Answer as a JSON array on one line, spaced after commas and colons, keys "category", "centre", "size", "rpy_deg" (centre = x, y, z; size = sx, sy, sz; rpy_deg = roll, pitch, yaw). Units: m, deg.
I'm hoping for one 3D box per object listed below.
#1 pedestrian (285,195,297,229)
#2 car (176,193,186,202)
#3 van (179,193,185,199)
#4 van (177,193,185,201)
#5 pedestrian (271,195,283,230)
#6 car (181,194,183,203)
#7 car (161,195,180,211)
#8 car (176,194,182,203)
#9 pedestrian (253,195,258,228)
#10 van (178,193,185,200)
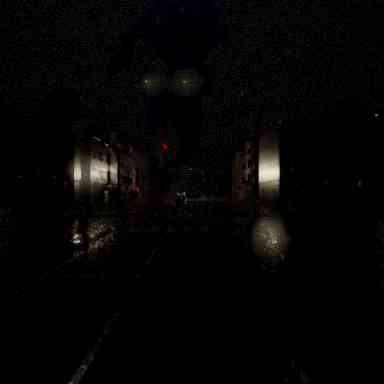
[{"category": "pedestrian", "centre": [5.370, 1.020, 17.919], "size": [0.375, 1.860, 0.375], "rpy_deg": [0, 0, 0]}, {"category": "car", "centre": [-2.639, 1.199, 61.204], "size": [1.967, 1.590, 4.097], "rpy_deg": [0, 0, 0]}, {"category": "van", "centre": [-2.641, 1.044, 89.231], "size": [1.690, 1.788, 3.998], "rpy_deg": [0, 0, 0]}, {"category": "van", "centre": [-2.640, 1.063, 78.020], "size": [1.690, 1.788, 3.998], "rpy_deg": [0, 0, 0]}, {"category": "pedestrian", "centre": [4.447, 1.044, 17.319], "size": [0.375, 1.860, 0.375], "rpy_deg": [0, 0, 0]}, {"category": "car", "centre": [-2.638, 1.370, 49.993], "size": [1.802, 1.307, 4.206], "rpy_deg": [0, 0, 0]}, {"category": "car", "centre": [-2.636, 1.351, 38.613], "size": [1.752, 1.417, 4.829], "rpy_deg": [0, 0, 0]}, {"category": "car", "centre": [-2.637, 1.351, 44.388], "size": [1.887, 1.381, 4.507], "rpy_deg": [0, 0, 0]}, {"category": "pedestrian", "centre": [3.508, 1.042, 18.518], "size": [0.375, 1.860, 0.375], "rpy_deg": [0, 0, 0]}, {"category": "van", "centre": [-2.640, 1.053, 83.625], "size": [1.690, 1.788, 3.998], "rpy_deg": [0, 0, 0]}]
